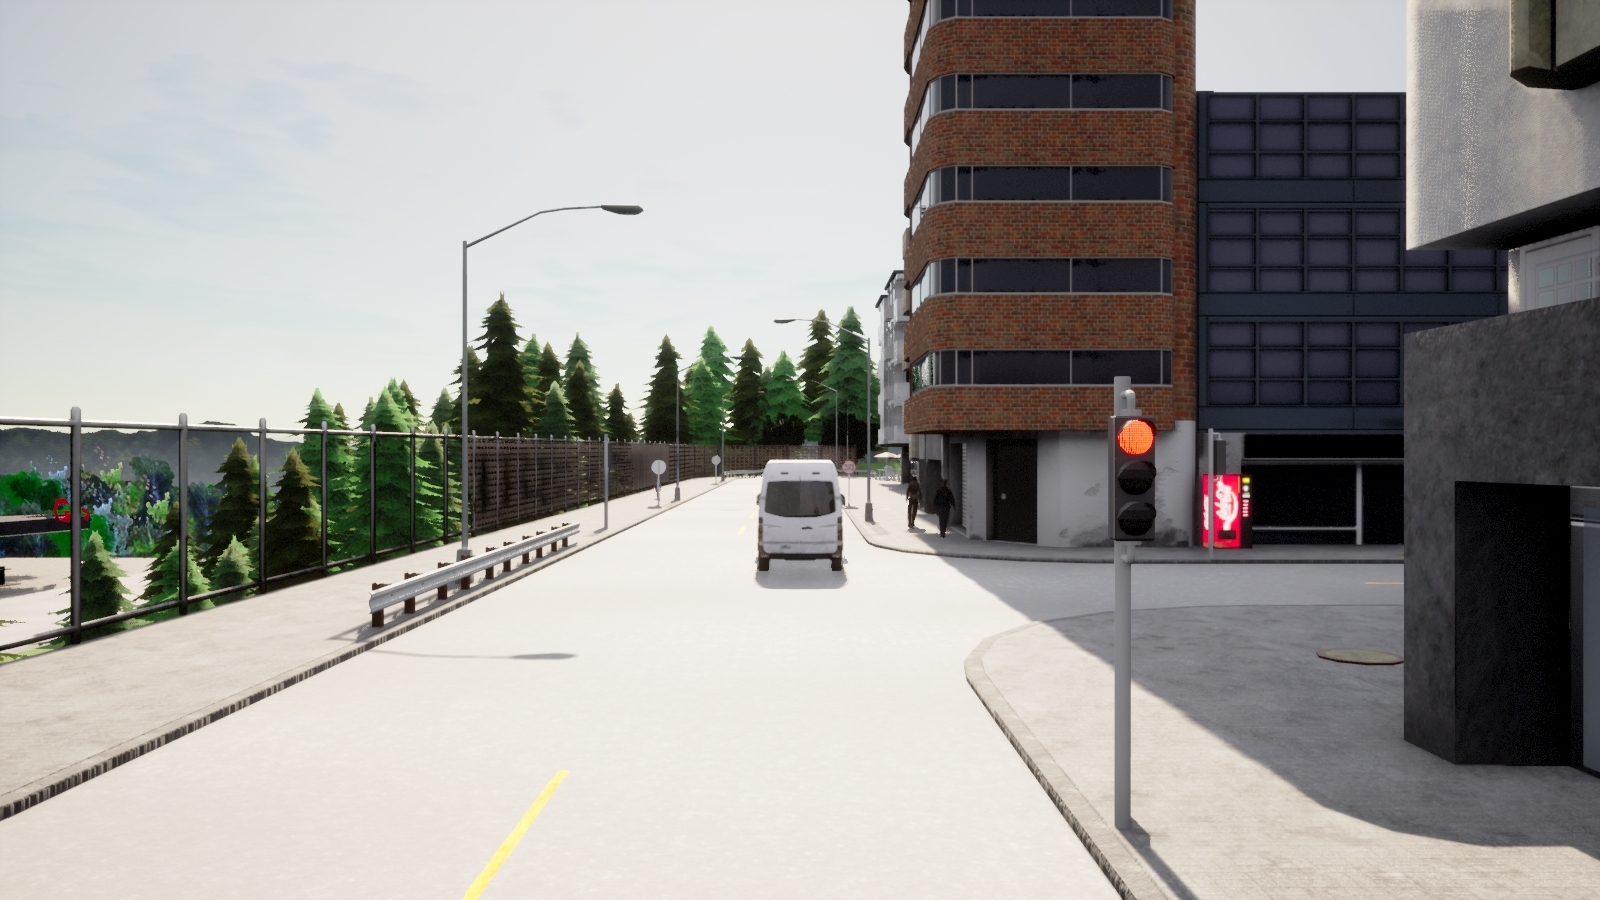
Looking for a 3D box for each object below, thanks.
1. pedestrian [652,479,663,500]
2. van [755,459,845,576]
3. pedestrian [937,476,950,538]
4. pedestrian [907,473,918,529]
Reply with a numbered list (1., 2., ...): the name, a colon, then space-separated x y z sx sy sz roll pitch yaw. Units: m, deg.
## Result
1. pedestrian: -7.619 2.101 61.165 0.500 1.100 0.500 0 0 1
2. van: 0.004 1.523 28.305 1.988 2.561 5.915 0 0 0
3. pedestrian: 4.324 1.723 34.520 0.375 1.860 0.375 0 0 5
4. pedestrian: 3.809 1.721 38.640 0.375 1.860 0.375 0 0 5
